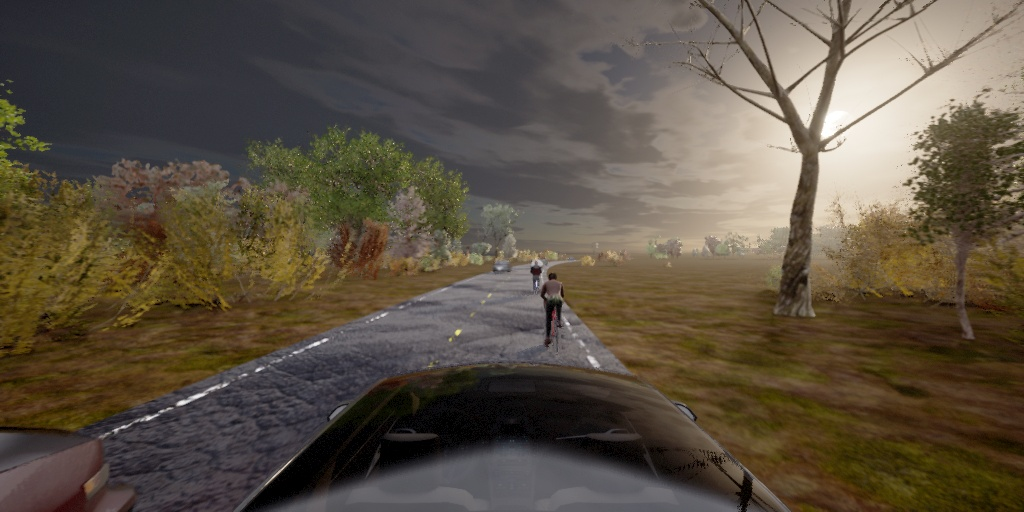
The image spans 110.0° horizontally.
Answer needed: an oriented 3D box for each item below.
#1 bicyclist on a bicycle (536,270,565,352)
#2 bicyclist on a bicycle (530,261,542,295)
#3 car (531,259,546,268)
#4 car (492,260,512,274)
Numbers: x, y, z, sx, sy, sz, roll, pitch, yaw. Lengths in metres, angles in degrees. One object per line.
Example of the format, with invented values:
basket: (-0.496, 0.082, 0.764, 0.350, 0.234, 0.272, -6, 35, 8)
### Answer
bicyclist on a bicycle: (0.918, 1.200, 7.980, 0.582, 1.620, 1.656, 0, 0, 1)
bicyclist on a bicycle: (1.225, 1.113, 18.149, 0.659, 1.776, 1.843, 0, 0, 2)
car: (4.098, 1.265, 58.320, 1.812, 1.442, 4.674, 0, 0, 8)
car: (-1.084, 1.229, 41.518, 2.128, 1.511, 4.902, 0, 0, 6)
